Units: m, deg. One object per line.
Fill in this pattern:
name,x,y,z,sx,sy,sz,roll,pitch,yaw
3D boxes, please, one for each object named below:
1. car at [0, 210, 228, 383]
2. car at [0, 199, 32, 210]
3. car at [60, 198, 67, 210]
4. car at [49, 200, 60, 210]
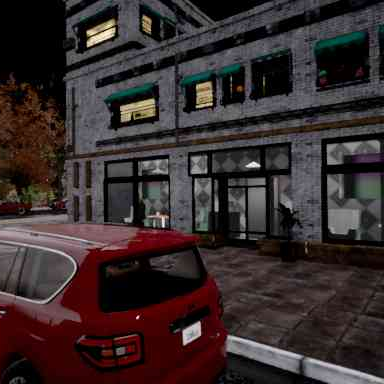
car,-1.942,1.316,4.295,5.009,1.841,2.192,0,-1,36
car,-17.553,1.458,30.734,1.895,1.301,4.718,-1,0,37
car,-12.091,1.116,38.021,2.097,1.767,4.553,-1,0,37
car,-14.817,1.373,39.799,1.994,1.385,4.181,-1,0,37
